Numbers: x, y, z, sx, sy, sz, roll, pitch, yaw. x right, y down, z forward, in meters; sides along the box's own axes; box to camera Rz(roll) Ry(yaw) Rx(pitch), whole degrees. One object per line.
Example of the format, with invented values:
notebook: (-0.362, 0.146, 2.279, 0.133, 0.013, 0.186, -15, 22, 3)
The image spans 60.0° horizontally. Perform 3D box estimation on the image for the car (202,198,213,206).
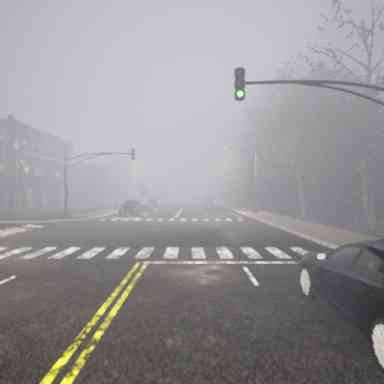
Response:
car: (3.339, 2.066, 68.127, 1.837, 1.490, 4.892, 0, 0, 0)

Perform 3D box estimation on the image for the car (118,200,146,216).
car: (-6.607, 1.654, 36.219, 2.097, 1.767, 4.553, 0, 0, 0)

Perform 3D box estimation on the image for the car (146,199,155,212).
car: (-6.607, 1.977, 45.375, 1.895, 1.301, 4.718, 0, 0, 0)

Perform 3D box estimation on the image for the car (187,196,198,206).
car: (0.085, 1.780, 67.795, 2.150, 2.045, 5.566, 0, 0, 0)

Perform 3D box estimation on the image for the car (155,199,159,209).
car: (-6.595, 1.962, 55.443, 1.837, 1.490, 4.892, 0, 0, 0)

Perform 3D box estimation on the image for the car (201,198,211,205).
car: (3.235, 2.168, 78.316, 2.128, 1.511, 4.902, 0, 0, 0)

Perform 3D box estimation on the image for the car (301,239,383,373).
car: (3.345, 1.525, 5.540, 1.882, 1.535, 5.008, 0, 0, 1)
